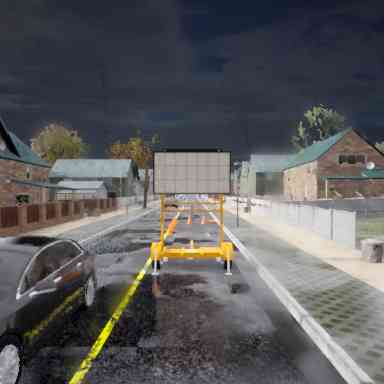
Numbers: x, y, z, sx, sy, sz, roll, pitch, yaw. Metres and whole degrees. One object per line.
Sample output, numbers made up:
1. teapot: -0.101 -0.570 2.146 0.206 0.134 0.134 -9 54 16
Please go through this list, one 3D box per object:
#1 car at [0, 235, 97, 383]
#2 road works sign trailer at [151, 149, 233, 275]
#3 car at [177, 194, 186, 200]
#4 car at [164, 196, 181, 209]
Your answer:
1. car: -2.851 1.505 4.965 1.837 1.490 4.892 0 0 0
2. road works sign trailer: -0.001 0.467 10.427 2.380 3.560 2.880 0 0 0
3. car: -2.759 1.204 89.454 2.150 2.045 5.566 0 0 0
4. car: -2.854 1.603 45.034 1.895 1.301 4.718 0 0 0
